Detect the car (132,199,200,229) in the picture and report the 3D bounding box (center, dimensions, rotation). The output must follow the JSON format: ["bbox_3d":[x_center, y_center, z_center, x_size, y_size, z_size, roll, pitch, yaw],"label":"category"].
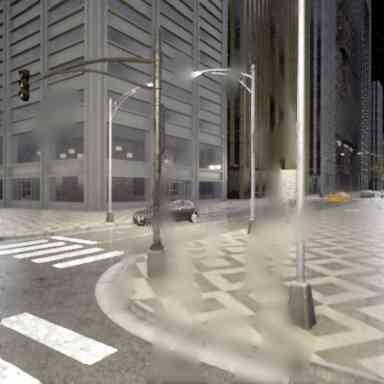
[{"bbox_3d":[-1.387,1.198,19.574,1.837,1.490,4.892,0,1,35],"label":"car"}]

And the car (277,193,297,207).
[{"bbox_3d":[10.973,0.835,36.878,2.128,1.511,4.902,0,1,36],"label":"car"}]

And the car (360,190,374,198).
[{"bbox_3d":[32.445,0.356,61.498,2.128,1.511,4.902,0,1,36],"label":"car"}]

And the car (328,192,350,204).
[{"bbox_3d":[18.609,0.698,42.100,1.882,1.535,5.008,0,1,35],"label":"car"}]
